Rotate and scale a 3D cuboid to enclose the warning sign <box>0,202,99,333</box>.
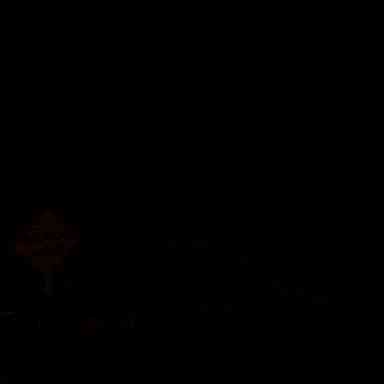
[{"bbox_3d":[-2.465,1.125,5.676,1.060,1.860,1.300,-1,0,35],"label":"warning sign"}]
